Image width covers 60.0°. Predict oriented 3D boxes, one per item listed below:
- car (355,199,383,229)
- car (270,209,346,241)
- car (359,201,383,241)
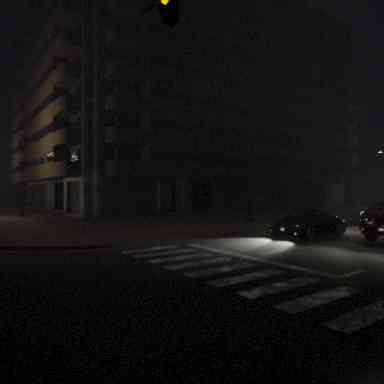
[{"bbox_3d":[12.938,1.363,21.825,4.553,1.767,2.097,0,0,-36],"label":"car"},{"bbox_3d":[5.870,1.571,16.751,4.181,1.385,1.994,0,0,-35],"label":"car"},{"bbox_3d":[10.218,1.230,15.530,5.566,2.045,2.150,0,0,-35],"label":"car"}]
